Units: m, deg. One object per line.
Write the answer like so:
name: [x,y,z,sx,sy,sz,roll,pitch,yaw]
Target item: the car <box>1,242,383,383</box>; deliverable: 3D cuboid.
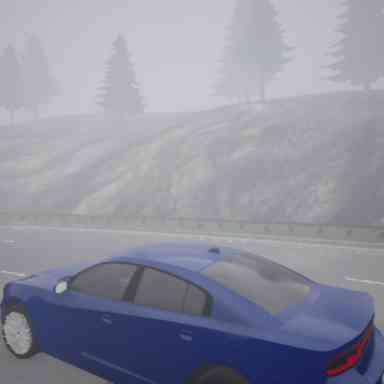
car: [-0.435,1.399,4.231,5.008,1.535,1.882,0,1,33]
